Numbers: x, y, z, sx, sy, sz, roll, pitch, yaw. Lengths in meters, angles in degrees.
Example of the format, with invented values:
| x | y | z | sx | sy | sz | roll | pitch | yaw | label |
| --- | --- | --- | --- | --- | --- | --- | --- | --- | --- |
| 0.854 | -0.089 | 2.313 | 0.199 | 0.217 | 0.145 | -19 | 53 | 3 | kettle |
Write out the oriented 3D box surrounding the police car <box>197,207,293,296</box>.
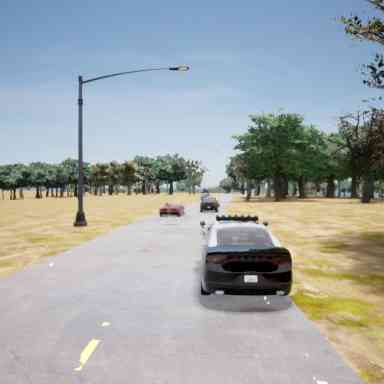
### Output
| x | y | z | sx | sy | sz | roll | pitch | yaw | label |
| --- | --- | --- | --- | --- | --- | --- | --- | --- | --- |
| 1.168 | 1.423 | 8.812 | 1.930 | 1.638 | 5.238 | 0 | 0 | 1 | police car |

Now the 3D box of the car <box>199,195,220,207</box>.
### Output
| x | y | z | sx | sy | sz | roll | pitch | yaw | label |
| --- | --- | --- | --- | --- | --- | --- | --- | --- | --- |
| 1.959 | 1.392 | 36.799 | 1.882 | 1.535 | 5.008 | 0 | 0 | 6 | car |

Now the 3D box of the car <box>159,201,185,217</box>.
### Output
| x | y | z | sx | sy | sz | roll | pitch | yaw | label |
| --- | --- | --- | --- | --- | --- | --- | --- | --- | --- |
| -1.800 | 1.547 | 30.577 | 1.895 | 1.301 | 4.718 | 0 | 0 | 5 | car |
